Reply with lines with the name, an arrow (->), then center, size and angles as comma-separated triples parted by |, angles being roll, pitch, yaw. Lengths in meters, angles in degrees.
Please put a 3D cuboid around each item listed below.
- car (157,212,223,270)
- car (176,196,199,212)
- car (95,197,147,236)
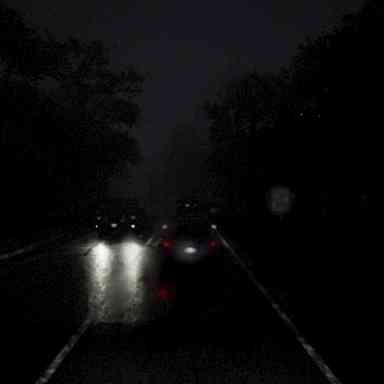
car -> -0.084, 1.609, 11.282 | 1.994, 1.385, 4.181 | 0, 0, -1
car -> -0.472, 1.451, 34.216 | 2.150, 2.045, 5.566 | 0, -2, -1
car -> -3.907, 1.295, 19.234 | 2.150, 2.045, 5.566 | 0, 0, -1
